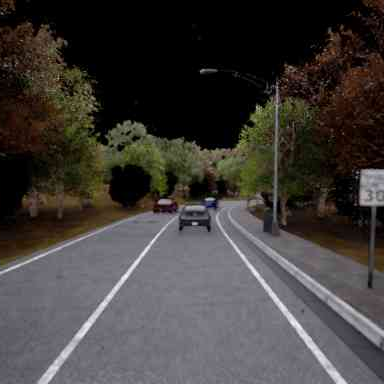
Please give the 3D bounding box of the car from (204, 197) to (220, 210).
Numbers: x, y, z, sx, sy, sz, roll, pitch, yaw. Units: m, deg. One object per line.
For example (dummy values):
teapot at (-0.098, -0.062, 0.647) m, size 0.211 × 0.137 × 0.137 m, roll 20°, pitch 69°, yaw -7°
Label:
car at (2.488, 1.443, 43.039) m, size 1.882 × 1.535 × 5.008 m, roll 1°, pitch 0°, yaw 10°

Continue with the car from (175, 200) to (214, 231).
car at (0.205, 1.471, 20.529) m, size 1.837 × 1.490 × 4.892 m, roll 0°, pitch 0°, yaw 1°

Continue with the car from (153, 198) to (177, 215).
car at (-2.627, 1.405, 33.532) m, size 1.882 × 1.535 × 5.008 m, roll 0°, pitch 0°, yaw 6°
